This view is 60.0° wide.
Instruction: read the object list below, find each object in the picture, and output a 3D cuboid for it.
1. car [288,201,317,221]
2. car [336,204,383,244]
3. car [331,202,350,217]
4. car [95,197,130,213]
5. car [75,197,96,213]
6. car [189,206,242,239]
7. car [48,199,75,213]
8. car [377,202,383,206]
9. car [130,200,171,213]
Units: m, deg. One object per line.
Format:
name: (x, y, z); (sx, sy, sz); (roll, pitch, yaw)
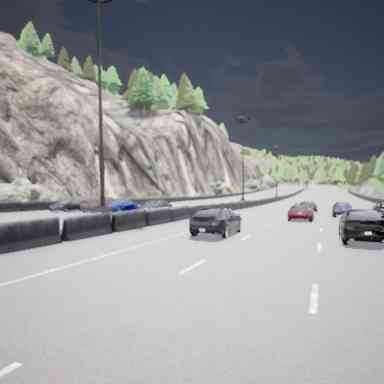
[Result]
car: (9.391, 1.681, 28.506); (1.994, 1.385, 4.181); (0, 0, 22)
car: (8.114, 1.563, 15.868); (1.882, 1.535, 5.008); (0, 0, 22)
car: (14.979, 1.712, 33.065); (2.033, 1.411, 5.357); (0, 0, 22)
car: (-7.357, 1.489, 34.275); (1.882, 1.535, 5.008); (0, 0, 22)
car: (-10.196, 1.348, 36.596); (2.097, 1.767, 4.553); (0, 0, 22)
car: (1.384, 1.546, 17.891); (1.837, 1.490, 4.892); (0, 0, 22)
car: (-13.777, 1.498, 37.074); (1.812, 1.442, 4.674); (0, 0, 22)
car: (17.586, 1.668, 30.153); (2.128, 1.511, 4.902); (0, 0, 22)
car: (-3.776, 1.527, 33.801); (2.128, 1.511, 4.902); (0, 0, 22)
